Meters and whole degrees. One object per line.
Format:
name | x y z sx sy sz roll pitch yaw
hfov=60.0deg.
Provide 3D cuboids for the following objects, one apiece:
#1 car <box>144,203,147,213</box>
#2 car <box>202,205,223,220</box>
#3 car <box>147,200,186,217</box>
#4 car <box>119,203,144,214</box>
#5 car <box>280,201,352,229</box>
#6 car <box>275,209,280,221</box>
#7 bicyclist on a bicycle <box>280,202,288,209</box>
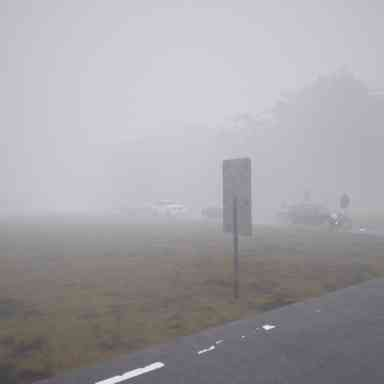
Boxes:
car | -7.611 2.521 52.902 1.882 1.535 5.008 -1 -1 -35
car | 2.952 2.008 32.936 1.882 1.535 5.008 -1 -1 -35
car | -2.954 2.001 41.294 2.150 2.045 5.566 -1 -1 -35
car | -9.626 2.574 50.821 1.837 1.490 4.892 -1 -1 -35
car | 9.097 1.638 24.148 2.097 1.767 4.553 -1 -1 -34
car | 9.418 1.680 28.894 2.097 1.767 4.553 -1 -1 -35
bicyclist on a bicycle | 9.482 1.857 34.042 1.656 1.620 0.582 0 -1 -35
